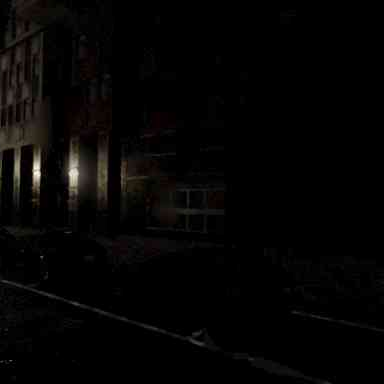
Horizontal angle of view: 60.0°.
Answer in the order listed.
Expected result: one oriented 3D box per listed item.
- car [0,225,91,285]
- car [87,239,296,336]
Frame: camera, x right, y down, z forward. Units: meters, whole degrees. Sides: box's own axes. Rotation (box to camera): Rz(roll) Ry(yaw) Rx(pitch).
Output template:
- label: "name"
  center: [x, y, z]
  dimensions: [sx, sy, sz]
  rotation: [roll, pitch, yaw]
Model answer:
- label: "car"
  center: [-4.496, 1.889, 10.433]
  dimensions: [4.313, 1.339, 1.947]
  rotation: [-1, -3, 37]
- label: "car"
  center: [-0.016, 1.818, 7.071]
  dimensions: [4.313, 1.339, 1.947]
  rotation: [-1, -3, 37]
